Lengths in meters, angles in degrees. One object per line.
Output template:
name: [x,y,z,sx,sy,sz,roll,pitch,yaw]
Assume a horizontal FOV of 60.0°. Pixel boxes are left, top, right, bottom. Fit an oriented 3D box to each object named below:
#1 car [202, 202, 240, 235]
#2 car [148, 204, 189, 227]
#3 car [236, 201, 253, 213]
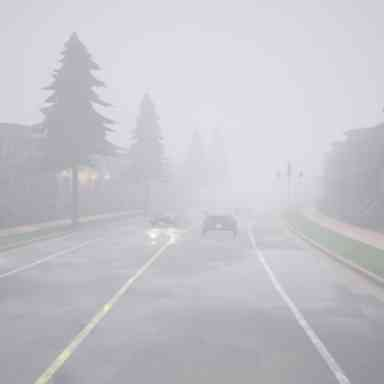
car: [1.674,1.552,19.013,1.812,1.442,4.674,0,0,8]
car: [-1.433,1.568,23.190,2.033,1.411,5.357,0,0,10]
car: [5.795,1.660,37.902,1.895,1.301,4.718,0,0,16]
